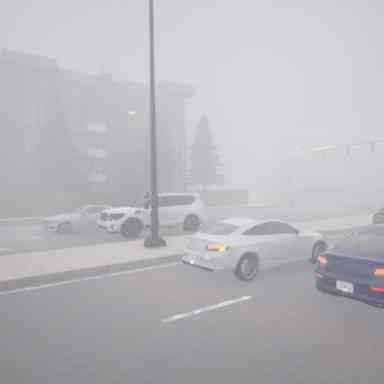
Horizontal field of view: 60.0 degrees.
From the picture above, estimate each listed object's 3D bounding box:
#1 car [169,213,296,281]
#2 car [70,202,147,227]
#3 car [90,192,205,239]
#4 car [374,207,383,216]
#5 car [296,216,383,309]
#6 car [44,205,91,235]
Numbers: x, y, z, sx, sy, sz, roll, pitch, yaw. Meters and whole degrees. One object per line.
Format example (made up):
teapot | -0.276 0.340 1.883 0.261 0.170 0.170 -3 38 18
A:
car | 1.897 1.398 9.403 4.674 1.442 1.812 -1 1 -35
car | -5.612 1.447 22.679 4.718 1.301 1.895 -1 1 -35
car | -1.865 1.073 16.754 5.566 2.045 2.150 -1 1 -35
car | 10.252 1.186 15.400 4.892 1.490 1.837 -1 1 -35
car | 4.465 1.385 6.926 4.674 1.442 1.812 -1 1 -35
car | -5.637 1.418 18.359 4.674 1.442 1.812 -1 1 -35
